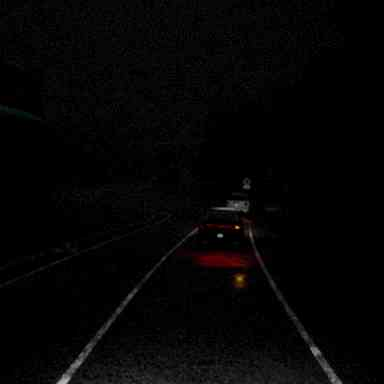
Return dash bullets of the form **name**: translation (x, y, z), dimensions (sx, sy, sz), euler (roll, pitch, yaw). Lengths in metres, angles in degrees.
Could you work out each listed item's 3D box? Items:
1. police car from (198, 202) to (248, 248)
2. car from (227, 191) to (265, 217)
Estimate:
- **police car**: translation (1.413, 1.494, 15.460), dimensions (1.930, 1.638, 5.238), euler (1, 0, 7)
- **car**: translation (4.858, 0.951, 29.754), dimensions (2.150, 2.045, 5.566), euler (2, 5, 27)
